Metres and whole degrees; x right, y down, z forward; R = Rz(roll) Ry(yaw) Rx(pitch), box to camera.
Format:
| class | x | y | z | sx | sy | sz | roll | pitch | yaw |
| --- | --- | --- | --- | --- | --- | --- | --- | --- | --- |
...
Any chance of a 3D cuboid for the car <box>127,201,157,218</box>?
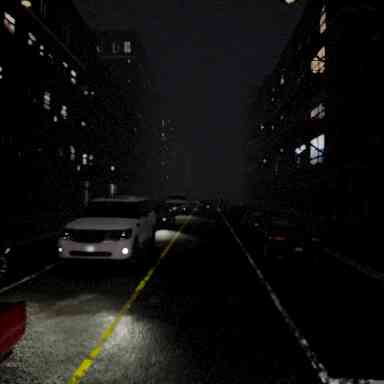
| class | x | y | z | sx | sy | sz | roll | pitch | yaw |
| --- | --- | --- | --- | --- | --- | --- | --- | --- | --- |
| car | -4.381 | 1.491 | 29.480 | 1.802 | 1.307 | 4.206 | 2 | 0 | 3 |

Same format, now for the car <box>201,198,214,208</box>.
| class | x | y | z | sx | sy | sz | roll | pitch | yaw |
| --- | --- | --- | --- | --- | --- | --- | --- | --- | --- |
| car | 2.295 | 1.557 | 48.815 | 1.895 | 1.301 | 4.718 | 1 | 0 | 3 |

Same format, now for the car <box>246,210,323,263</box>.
| class | x | y | z | sx | sy | sz | roll | pitch | yaw |
| --- | --- | --- | --- | --- | --- | --- | --- | --- | --- |
| car | 3.280 | 1.566 | 12.085 | 1.887 | 1.381 | 4.507 | 2 | 0 | 3 |

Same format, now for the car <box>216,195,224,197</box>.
| class | x | y | z | sx | sy | sz | roll | pitch | yaw |
| --- | --- | --- | --- | --- | --- | --- | --- | --- | --- |
| car | 5.036 | 1.424 | 51.675 | 1.967 | 1.590 | 4.097 | 2 | 0 | 3 |

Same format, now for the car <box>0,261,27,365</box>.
| class | x | y | z | sx | sy | sz | roll | pitch | yaw |
| --- | --- | --- | --- | --- | --- | --- | --- | --- | --- |
| car | -3.059 | 1.567 | 1.928 | 1.895 | 1.301 | 4.718 | 1 | 0 | 2 |

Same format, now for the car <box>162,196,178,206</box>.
| class | x | y | z | sx | sy | sz | roll | pitch | yaw |
| --- | --- | --- | --- | --- | --- | --- | --- | --- | --- |
| car | -3.336 | 1.439 | 52.102 | 2.008 | 1.369 | 4.403 | 2 | 0 | 3 |

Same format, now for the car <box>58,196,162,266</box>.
| class | x | y | z | sx | sy | sz | roll | pitch | yaw |
| --- | --- | --- | --- | --- | --- | --- | --- | --- | --- |
| car | -2.612 | 1.177 | 11.736 | 2.150 | 2.045 | 5.566 | 1 | 0 | 3 |

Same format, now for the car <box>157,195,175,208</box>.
| class | x | y | z | sx | sy | sz | roll | pitch | yaw |
| --- | --- | --- | --- | --- | --- | --- | --- | --- | --- |
| car | -3.593 | 1.333 | 46.447 | 1.967 | 1.590 | 4.097 | 2 | 0 | 3 |

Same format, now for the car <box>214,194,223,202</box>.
| class | x | y | z | sx | sy | sz | roll | pitch | yaw |
| --- | --- | --- | --- | --- | --- | --- | --- | --- | --- |
| car | 6.341 | 1.402 | 79.954 | 1.967 | 1.590 | 4.097 | 2 | 0 | 3 |

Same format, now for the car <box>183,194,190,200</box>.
| class | x | y | z | sx | sy | sz | roll | pitch | yaw |
| --- | --- | --- | --- | --- | --- | --- | --- | --- | --- |
| car | -1.516 | 1.384 | 91.522 | 1.752 | 1.417 | 4.829 | 2 | 0 | 3 |

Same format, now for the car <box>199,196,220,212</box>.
| class | x | y | z | sx | sy | sz | roll | pitch | yaw |
| --- | --- | --- | --- | --- | --- | --- | --- | --- | --- |
| car | 1.800 | 1.530 | 37.984 | 1.994 | 1.385 | 4.181 | 1 | 0 | 2 |

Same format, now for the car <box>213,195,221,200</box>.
| class | x | y | z | sx | sy | sz | roll | pitch | yaw |
| --- | --- | --- | --- | --- | --- | --- | --- | --- | --- |
| car | 6.860 | 1.505 | 91.265 | 2.008 | 1.369 | 4.403 | 2 | 0 | 3 |

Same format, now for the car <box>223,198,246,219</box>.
| class | x | y | z | sx | sy | sz | roll | pitch | yaw |
| --- | --- | --- | --- | --- | --- | --- | --- | --- | --- |
| car | 3.989 | 1.549 | 29.053 | 1.887 | 1.381 | 4.507 | 2 | 0 | 3 |

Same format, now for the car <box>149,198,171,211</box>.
| class | x | y | z | sx | sy | sz | roll | pitch | yaw |
| --- | --- | --- | --- | --- | --- | --- | --- | --- | --- |
| car | -3.858 | 1.464 | 40.791 | 1.947 | 1.339 | 4.313 | 2 | 0 | 3 |

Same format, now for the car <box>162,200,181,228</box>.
| class | x | y | z | sx | sy | sz | roll | pitch | yaw |
| --- | --- | --- | --- | --- | --- | --- | --- | --- | --- |
| car | -2.135 | 1.493 | 22.109 | 2.033 | 1.411 | 5.357 | 1 | 0 | 3 |

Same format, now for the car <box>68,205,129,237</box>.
| class | x | y | z | sx | sy | sz | roll | pitch | yaw |
| --- | --- | --- | --- | --- | --- | --- | --- | --- | --- |
| car | -4.904 | 1.486 | 18.172 | 1.947 | 1.339 | 4.313 | 2 | 0 | 3 |

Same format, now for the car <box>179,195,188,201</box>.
| class | x | y | z | sx | sy | sz | roll | pitch | yaw |
| --- | --- | --- | --- | --- | --- | --- | --- | --- | --- |
| car | -2.030 | 1.412 | 80.381 | 1.887 | 1.381 | 4.507 | 2 | 0 | 3 |

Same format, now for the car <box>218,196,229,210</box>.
| class | x | y | z | sx | sy | sz | roll | pitch | yaw |
| --- | --- | --- | --- | --- | --- | --- | --- | --- | --- |
| car | 4.511 | 1.544 | 40.364 | 2.008 | 1.369 | 4.403 | 2 | 0 | 3 |

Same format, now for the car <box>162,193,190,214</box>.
| class | x | y | z | sx | sy | sz | roll | pitch | yaw |
| --- | --- | --- | --- | --- | --- | --- | --- | --- | --- |
| car | -1.485 | 1.148 | 34.580 | 2.150 | 2.045 | 5.566 | 1 | 1 | 3 |

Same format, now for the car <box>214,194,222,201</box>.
| class | x | y | z | sx | sy | sz | roll | pitch | yaw |
| --- | --- | --- | --- | --- | --- | --- | --- | --- | --- |
| car | 6.602 | 1.398 | 85.609 | 1.967 | 1.590 | 4.097 | 2 | 0 | 3 |

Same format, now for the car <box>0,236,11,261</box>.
| class | x | y | z | sx | sy | sz | roll | pitch | yaw |
| --- | --- | --- | --- | --- | --- | --- | --- | --- | --- |
| car | -5.554 | 1.496 | 6.864 | 1.947 | 1.339 | 4.313 | 2 | 0 | 3 |

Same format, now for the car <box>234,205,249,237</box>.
| class | x | y | z | sx | sy | sz | roll | pitch | yaw |
| --- | --- | --- | --- | --- | --- | --- | --- | --- | --- |
| car | 3.469 | 1.597 | 17.744 | 1.802 | 1.307 | 4.206 | 2 | 0 | 3 |
